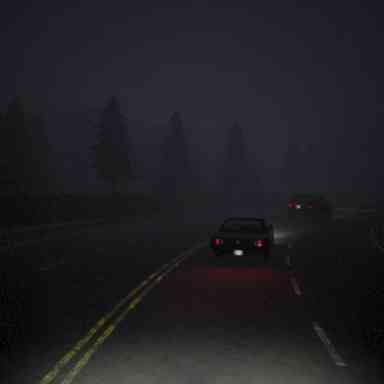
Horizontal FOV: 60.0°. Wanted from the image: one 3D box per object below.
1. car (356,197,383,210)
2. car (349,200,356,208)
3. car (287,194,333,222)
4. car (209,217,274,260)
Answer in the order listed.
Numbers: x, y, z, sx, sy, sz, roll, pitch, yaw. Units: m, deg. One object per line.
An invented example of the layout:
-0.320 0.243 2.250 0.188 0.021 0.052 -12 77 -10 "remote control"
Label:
23.715 1.456 42.251 5.008 1.535 1.882 0 0 -23 "car"
24.125 1.467 46.197 4.902 1.511 2.128 0 0 -21 "car"
9.593 1.203 26.901 2.150 2.045 5.566 0 0 38 "car"
2.055 1.591 12.468 1.895 1.301 4.718 0 0 16 "car"
